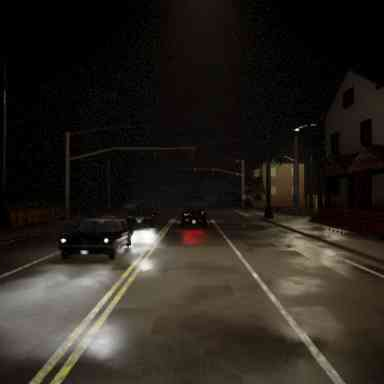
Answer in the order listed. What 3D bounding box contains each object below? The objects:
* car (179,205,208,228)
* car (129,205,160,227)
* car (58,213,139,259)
[{"bbox_3d":[0.125,1.721,24.322,1.837,1.490,4.892,0,-1,0],"label":"car"},{"bbox_3d":[-3.518,1.709,24.817,2.128,1.511,4.902,0,0,1],"label":"car"},{"bbox_3d":[-3.576,1.719,13.260,1.895,1.301,4.718,0,-1,0],"label":"car"}]
